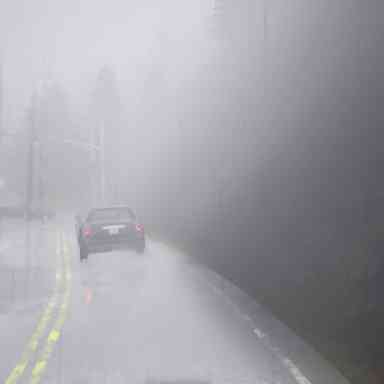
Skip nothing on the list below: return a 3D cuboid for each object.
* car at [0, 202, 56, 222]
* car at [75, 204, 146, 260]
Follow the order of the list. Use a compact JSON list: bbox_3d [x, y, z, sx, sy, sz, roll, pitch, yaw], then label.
[{"bbox_3d":[-12.944,1.463,25.837,4.718,1.301,1.895,3,3,26],"label":"car"},{"bbox_3d":[-3.175,1.233,12.377,2.097,1.767,4.553,-2,1,-20],"label":"car"}]
